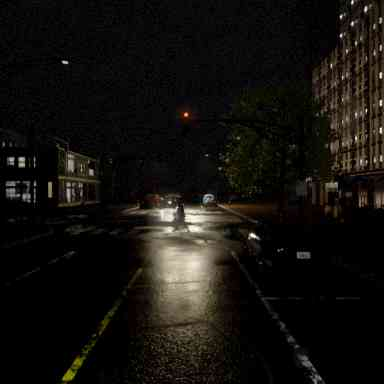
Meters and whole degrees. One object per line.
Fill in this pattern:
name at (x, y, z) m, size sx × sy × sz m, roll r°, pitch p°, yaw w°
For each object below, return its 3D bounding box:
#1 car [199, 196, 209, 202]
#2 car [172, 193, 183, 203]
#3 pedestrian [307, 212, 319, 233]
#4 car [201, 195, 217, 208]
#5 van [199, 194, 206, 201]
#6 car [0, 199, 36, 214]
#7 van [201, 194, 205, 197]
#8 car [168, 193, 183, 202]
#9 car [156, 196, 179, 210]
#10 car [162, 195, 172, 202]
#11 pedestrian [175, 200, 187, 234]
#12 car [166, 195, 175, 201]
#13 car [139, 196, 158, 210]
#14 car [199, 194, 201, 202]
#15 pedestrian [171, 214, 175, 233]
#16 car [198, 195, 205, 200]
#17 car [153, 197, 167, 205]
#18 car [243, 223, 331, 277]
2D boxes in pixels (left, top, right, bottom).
car at (2.715, 1.572, 75.908) m, size 1.947 × 1.339 × 4.313 m, roll 0°, pitch 0°, yaw 0°
car at (-2.983, 1.229, 69.135) m, size 2.150 × 2.045 × 5.566 m, roll 0°, pitch 0°, yaw 0°
pedestrian at (6.162, 1.522, 17.092) m, size 0.500 × 1.100 × 0.500 m, roll 0°, pitch 0°, yaw 0°
car at (2.707, 1.529, 48.322) m, size 1.752 × 1.417 × 4.829 m, roll 0°, pitch 0°, yaw 0°
van at (2.720, 1.349, 87.010) m, size 1.690 × 1.788 × 3.998 m, roll 0°, pitch 0°, yaw 0°
car at (-17.260, 1.372, 31.608) m, size 4.507 × 1.381 × 1.887 m, roll 1°, pitch -1°, yaw -1°
van at (2.710, 1.345, 53.704) m, size 1.690 × 1.788 × 3.998 m, roll 0°, pitch 0°, yaw 0°
car at (-3.075, 1.225, 54.342) m, size 2.150 × 2.045 × 5.566 m, roll 0°, pitch 0°, yaw 0°
car at (-3.080, 1.567, 42.797) m, size 1.994 × 1.385 × 4.181 m, roll 0°, pitch 0°, yaw 0°
car at (-5.665, 1.532, 75.738) m, size 1.752 × 1.417 × 4.829 m, roll 0°, pitch 0°, yaw 0°
pedestrian at (-0.592, 1.295, 17.802) m, size 0.375 × 1.860 × 0.375 m, roll 0°, pitch 0°, yaw 0°
car at (-5.662, 1.559, 87.010) m, size 2.008 × 1.369 × 4.403 m, roll 0°, pitch 0°, yaw 0°
car at (-5.675, 1.585, 42.602) m, size 1.802 × 1.307 × 4.206 m, roll 0°, pitch 0°, yaw 0°
car at (2.712, 1.556, 64.806) m, size 2.008 × 1.369 × 4.403 m, roll 0°, pitch 0°, yaw 0°
pedestrian at (-0.867, 1.677, 18.329) m, size 0.500 × 1.100 × 0.500 m, roll 0°, pitch 0°, yaw 0°
car at (2.721, 1.534, 92.731) m, size 1.752 × 1.417 × 4.829 m, roll 0°, pitch 0°, yaw 0°
car at (-5.670, 1.555, 59.255) m, size 2.008 × 1.369 × 4.403 m, roll 0°, pitch 0°, yaw 0°
car at (2.697, 1.566, 10.123) m, size 1.947 × 1.339 × 4.313 m, roll 0°, pitch 0°, yaw 0°
